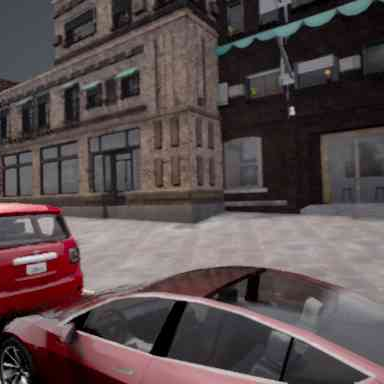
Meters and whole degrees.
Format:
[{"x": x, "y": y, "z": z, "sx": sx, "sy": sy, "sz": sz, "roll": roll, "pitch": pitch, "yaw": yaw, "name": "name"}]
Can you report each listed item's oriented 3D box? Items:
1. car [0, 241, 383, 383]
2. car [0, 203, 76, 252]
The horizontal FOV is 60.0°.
[{"x": 0.016, "y": 1.514, "z": 3.304, "sx": 4.792, "sy": 1.488, "sz": 2.163, "roll": 0, "pitch": 0, "yaw": 35, "name": "car"}, {"x": -4.498, "y": 1.242, "z": 6.525, "sx": 5.566, "sy": 2.045, "sz": 2.435, "roll": 0, "pitch": 0, "yaw": 36, "name": "car"}]
